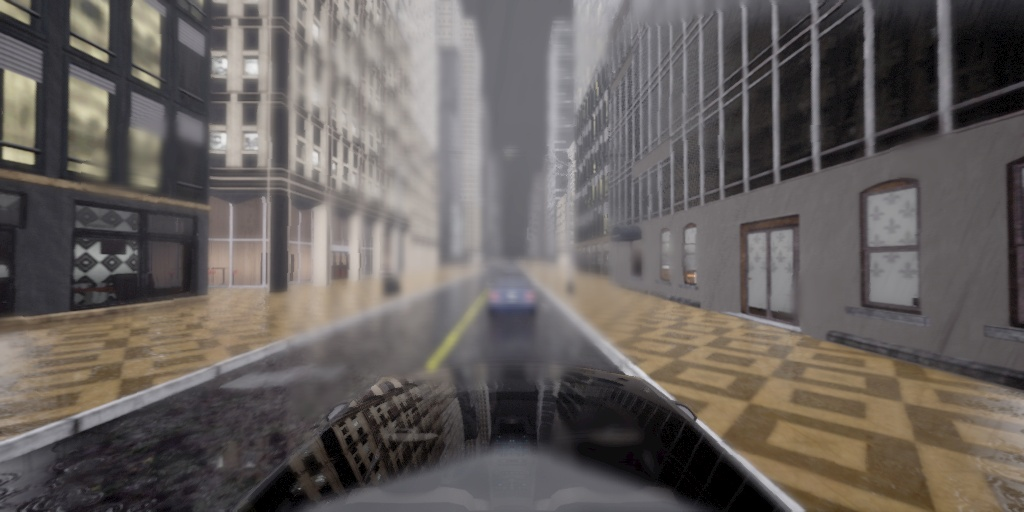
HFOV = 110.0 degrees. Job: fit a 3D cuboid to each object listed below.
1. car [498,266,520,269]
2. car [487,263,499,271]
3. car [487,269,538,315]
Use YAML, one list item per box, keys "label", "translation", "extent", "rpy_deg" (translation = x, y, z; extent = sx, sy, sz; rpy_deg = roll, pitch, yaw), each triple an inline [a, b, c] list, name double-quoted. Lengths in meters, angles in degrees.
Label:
- label: "car"
  translation: [0.045, 1.649, 30.096]
  extent: [1.895, 1.301, 4.718]
  rpy_deg: [0, -1, 1]
- label: "car"
  translation: [-3.017, 1.898, 59.450]
  extent: [2.033, 1.411, 5.357]
  rpy_deg: [0, -1, 1]
- label: "car"
  translation: [0.022, 1.431, 14.373]
  extent: [2.033, 1.411, 5.357]
  rpy_deg: [0, -1, 0]
